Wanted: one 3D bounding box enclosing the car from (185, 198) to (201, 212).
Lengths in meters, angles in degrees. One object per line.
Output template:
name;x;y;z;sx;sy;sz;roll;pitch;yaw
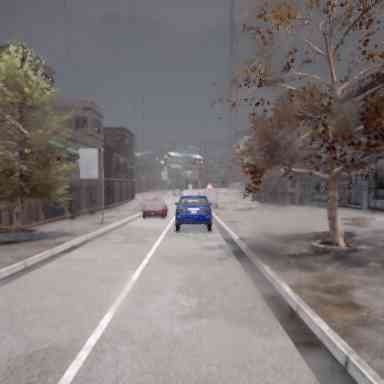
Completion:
car;0.090;1.482;39.322;1.812;1.442;4.674;0;1;0

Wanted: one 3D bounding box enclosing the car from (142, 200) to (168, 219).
car;-3.104;1.460;28.810;1.882;1.535;5.008;0;0;0

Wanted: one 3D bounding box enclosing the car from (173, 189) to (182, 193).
car;-3.024;0.088;69.101;2.128;1.511;4.902;0;4;0

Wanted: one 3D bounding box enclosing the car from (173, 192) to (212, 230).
car;0.094;1.208;21.037;2.150;2.045;5.566;0;0;0
